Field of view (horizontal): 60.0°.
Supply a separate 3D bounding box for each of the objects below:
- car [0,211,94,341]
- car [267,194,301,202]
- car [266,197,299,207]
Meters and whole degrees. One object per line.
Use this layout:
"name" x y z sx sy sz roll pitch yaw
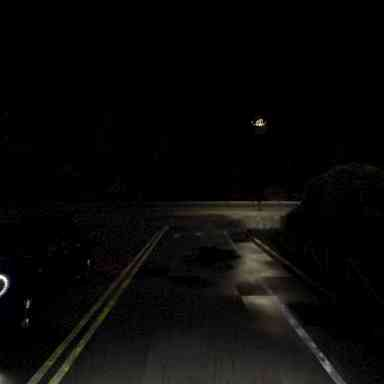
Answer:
"car" -3.568 1.349 6.601 2.097 1.767 4.553 0 0 0
"car" 15.066 1.396 52.181 5.566 2.045 2.150 0 0 0
"car" 15.030 1.650 55.672 5.008 1.535 1.882 0 0 0
